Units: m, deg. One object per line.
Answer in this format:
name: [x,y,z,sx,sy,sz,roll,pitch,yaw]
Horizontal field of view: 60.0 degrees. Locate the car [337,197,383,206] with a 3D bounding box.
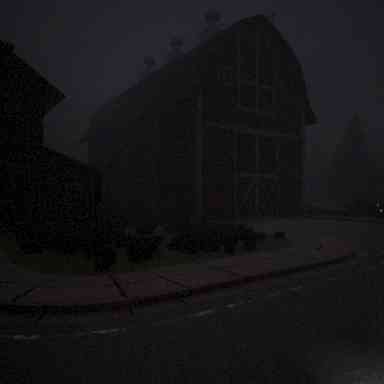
car: [18.239,1.374,35.104,2.097,1.767,4.553,0,0,-34]

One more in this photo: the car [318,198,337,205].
car: [16.873,1.501,43.635,1.882,1.535,5.008,0,0,-34]

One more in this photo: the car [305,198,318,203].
car: [13.057,1.517,42.656,2.128,1.511,4.902,0,0,-34]
